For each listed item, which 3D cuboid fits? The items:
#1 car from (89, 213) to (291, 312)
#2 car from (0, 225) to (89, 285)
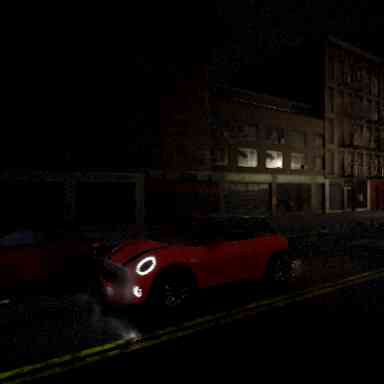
[{"bbox_3d":[0.227,1.352,7.840,4.553,1.767,2.097,0,0,-36],"label":"car"},{"bbox_3d":[-4.522,1.563,8.443,4.181,1.385,1.994,0,0,-36],"label":"car"}]
